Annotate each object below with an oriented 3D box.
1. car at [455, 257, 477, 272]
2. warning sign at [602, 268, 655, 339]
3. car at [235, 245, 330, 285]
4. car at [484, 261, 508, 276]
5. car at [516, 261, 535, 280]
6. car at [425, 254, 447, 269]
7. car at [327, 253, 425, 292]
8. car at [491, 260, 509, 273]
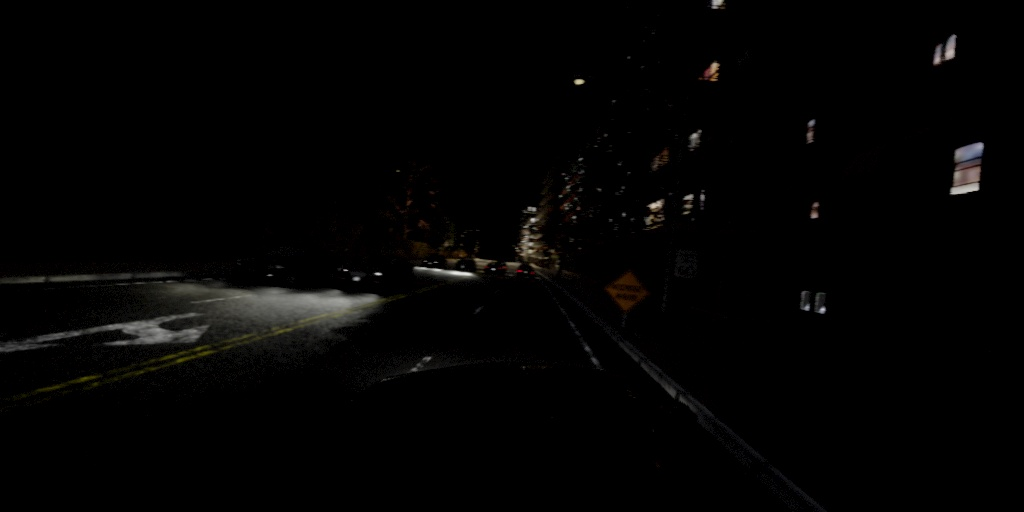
[{"bbox_3d":[-5.034,0.890,39.814,2.128,1.511,4.902,6,0,2],"label":"car"},{"bbox_3d":[3.134,1.265,10.180,1.300,1.860,1.060,0,0,3],"label":"warning sign"},{"bbox_3d":[-9.204,0.264,15.326,1.882,1.535,5.008,6,0,3],"label":"car"},{"bbox_3d":[-1.793,1.314,37.719,1.994,1.385,4.181,6,0,2],"label":"car"},{"bbox_3d":[1.429,1.659,37.398,2.033,1.411,5.357,6,0,2],"label":"car"},{"bbox_3d":[-8.294,0.532,39.085,1.837,1.490,4.892,6,-1,2],"label":"car"},{"bbox_3d":[-5.923,0.653,16.392,2.128,1.511,4.902,6,0,3],"label":"car"},{"bbox_3d":[-1.600,1.388,48.556,2.033,1.411,5.357,6,0,1],"label":"car"}]
